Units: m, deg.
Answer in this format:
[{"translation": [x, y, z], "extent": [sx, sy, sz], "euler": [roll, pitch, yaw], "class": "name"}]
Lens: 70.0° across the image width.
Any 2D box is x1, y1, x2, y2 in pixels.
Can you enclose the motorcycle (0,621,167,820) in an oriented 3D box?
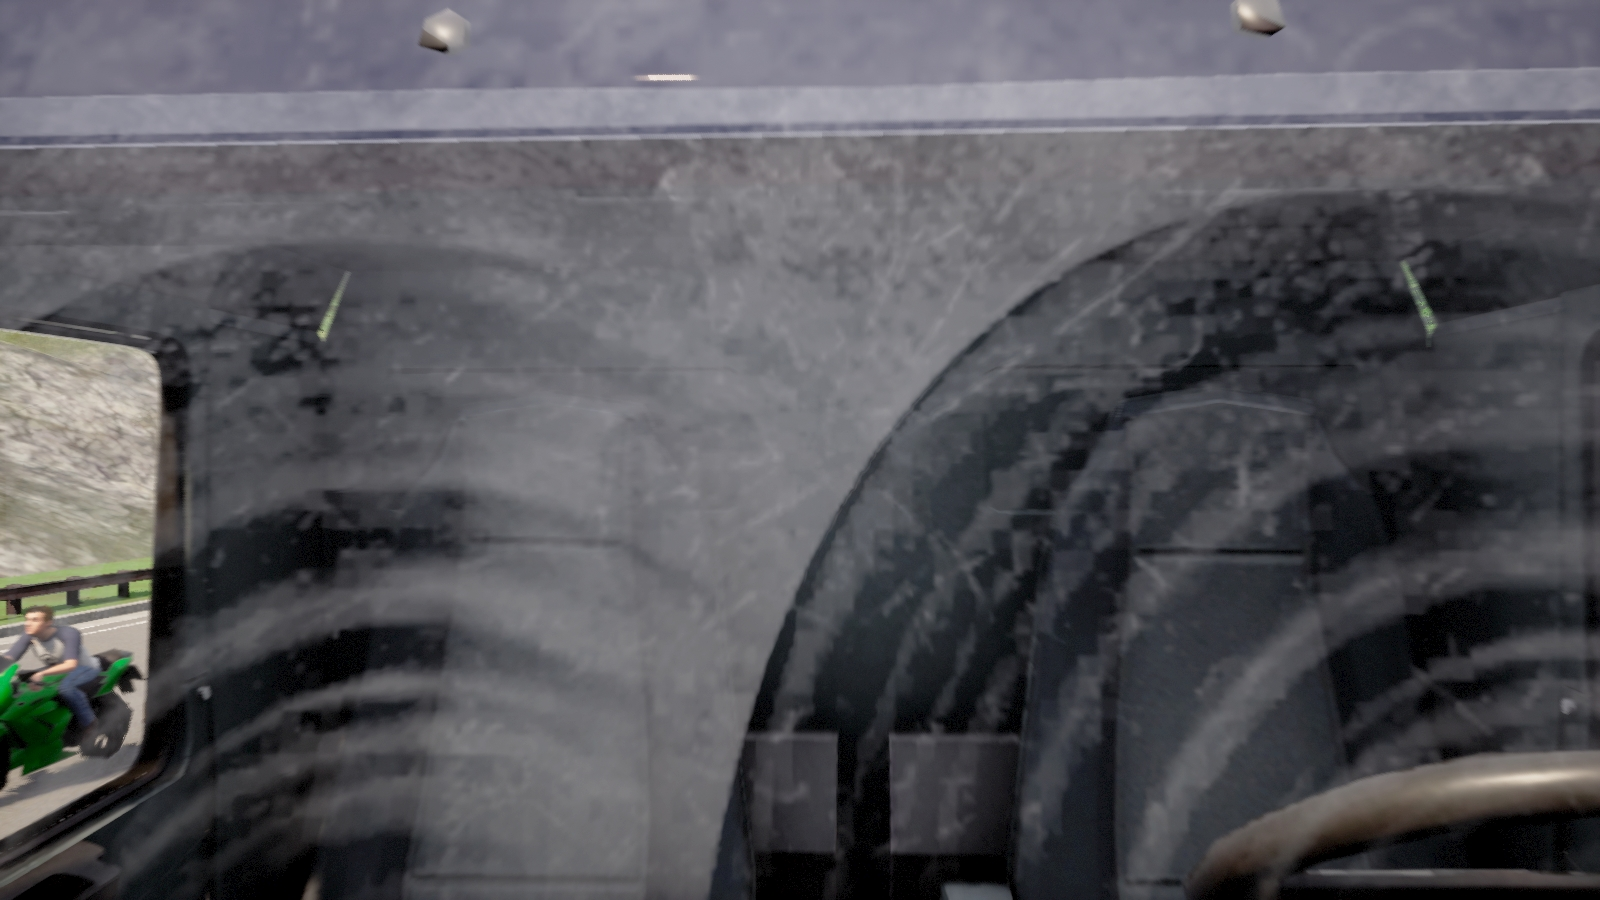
[{"translation": [-6.363, 2.201, 9.609], "extent": [0.803, 1.199, 2.033], "euler": [1, 0, 5], "class": "motorcycle"}]
